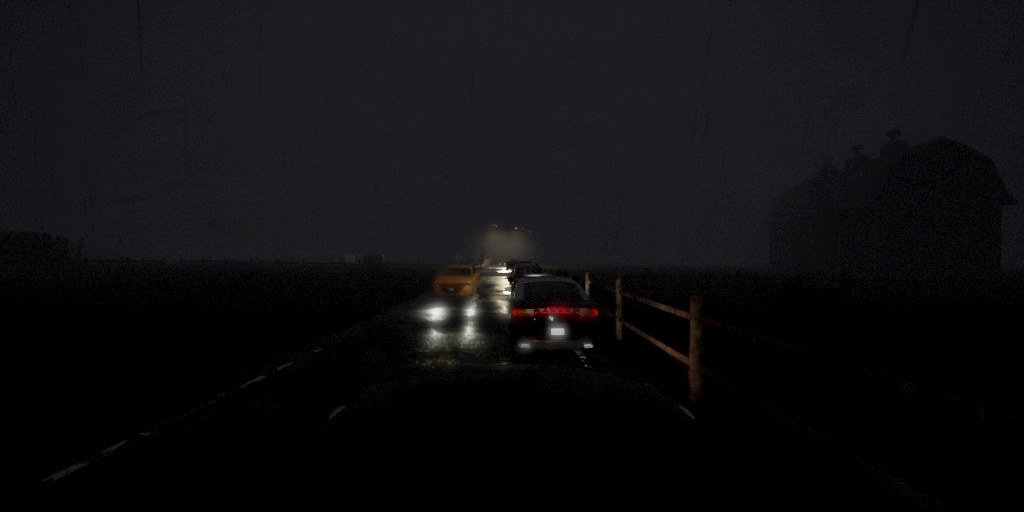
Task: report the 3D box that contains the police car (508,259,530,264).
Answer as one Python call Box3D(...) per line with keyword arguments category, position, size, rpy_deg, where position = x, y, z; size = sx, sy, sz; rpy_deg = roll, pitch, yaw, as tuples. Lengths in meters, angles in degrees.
Box3D(category="police car", position=(0.886, 1.173, 25.123), size=(1.930, 1.638, 5.238), rpy_deg=(0, 0, 0))

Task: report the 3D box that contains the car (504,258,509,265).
Box3D(category="car", position=(0.188, 1.220, 49.495), size=(1.882, 1.535, 5.008), rpy_deg=(0, 0, 1))

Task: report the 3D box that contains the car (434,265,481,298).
Box3D(category="car", position=(-2.707, 1.226, 18.578), size=(1.882, 1.535, 5.008), rpy_deg=(0, 0, 0))

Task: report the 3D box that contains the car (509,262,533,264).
Box3D(category="car", position=(0.868, 1.253, 19.012), size=(1.837, 1.490, 4.892), rpy_deg=(0, 0, 0))

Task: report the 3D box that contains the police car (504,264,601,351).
Box3D(category="police car", position=(0.841, 1.174, 9.123), size=(1.930, 1.638, 5.238), rpy_deg=(0, 0, 0))
